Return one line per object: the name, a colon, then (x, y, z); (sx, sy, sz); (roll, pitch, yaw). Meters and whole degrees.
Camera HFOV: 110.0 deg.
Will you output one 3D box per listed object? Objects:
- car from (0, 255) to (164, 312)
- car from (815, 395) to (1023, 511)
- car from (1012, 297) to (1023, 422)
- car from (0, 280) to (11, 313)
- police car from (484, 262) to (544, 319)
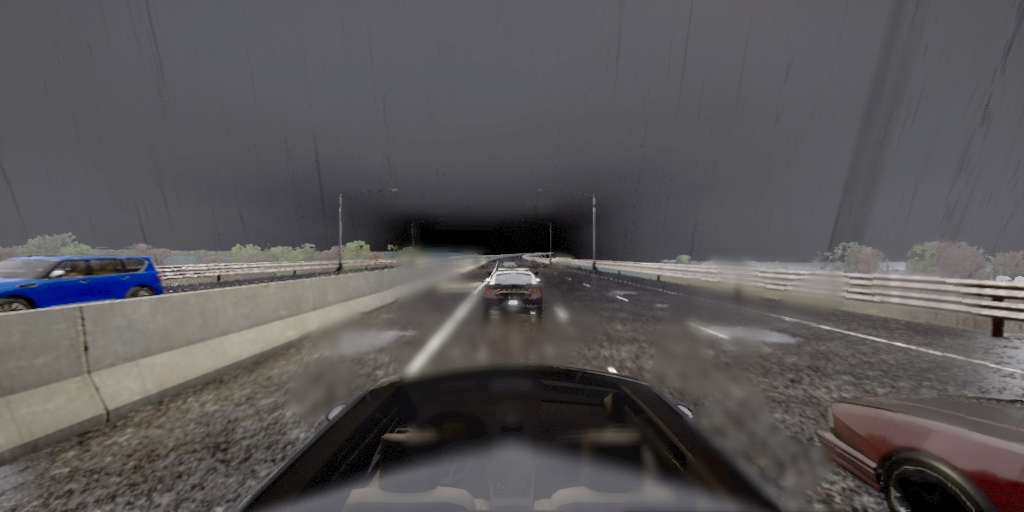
car: (-14.132, 0.975, 11.097); (2.150, 2.045, 5.566); (0, 0, 0)
car: (3.598, 1.297, 0.643); (2.033, 1.411, 5.357); (0, 0, 0)
car: (7.093, 1.253, 1.984); (1.837, 1.490, 4.892); (0, 0, 0)
car: (-10.609, 1.257, 4.461); (1.837, 1.490, 4.892); (0, 0, 0)
police car: (0.052, 1.175, 13.015); (1.930, 1.638, 5.238); (0, 0, 0)
